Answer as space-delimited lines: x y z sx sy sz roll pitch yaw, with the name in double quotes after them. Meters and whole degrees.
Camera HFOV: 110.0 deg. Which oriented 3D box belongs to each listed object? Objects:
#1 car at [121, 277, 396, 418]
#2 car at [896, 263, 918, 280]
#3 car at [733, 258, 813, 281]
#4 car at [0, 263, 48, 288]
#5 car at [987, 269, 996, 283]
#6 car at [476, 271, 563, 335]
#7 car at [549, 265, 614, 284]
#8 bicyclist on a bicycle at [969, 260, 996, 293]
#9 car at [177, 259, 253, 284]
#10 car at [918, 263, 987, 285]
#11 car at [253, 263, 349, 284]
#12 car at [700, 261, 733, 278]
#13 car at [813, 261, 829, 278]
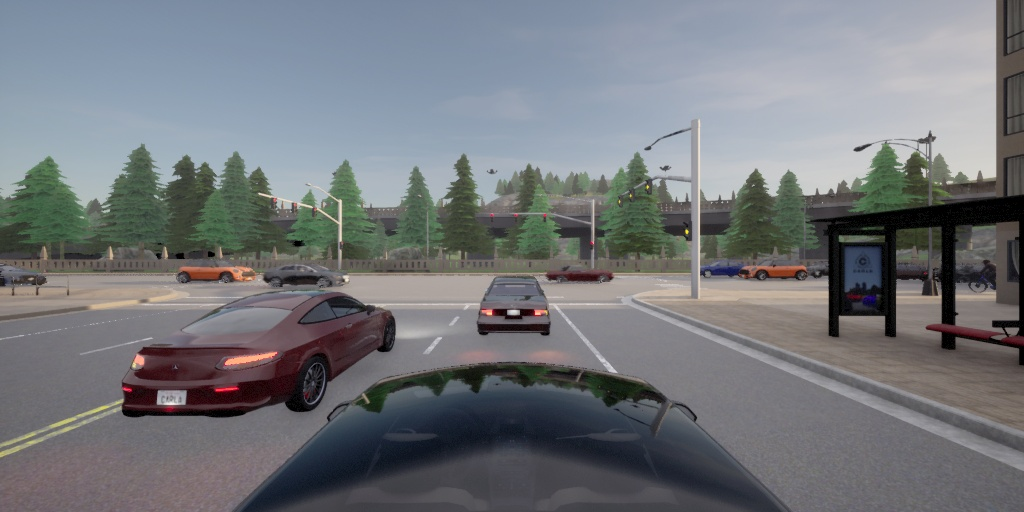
-3.447 1.276 5.949 1.812 1.442 4.674 0 0 0 "car"
30.557 1.242 28.511 5.357 1.411 2.033 0 0 6 "car"
20.954 1.046 28.951 4.553 1.767 2.097 0 0 2 "car"
-32.063 1.258 22.423 4.181 1.385 1.994 0 0 0 "car"
32.099 1.046 21.131 4.553 1.767 2.097 0 0 9 "car"
0.088 1.297 10.443 2.033 1.411 5.357 0 0 1 "car"
4.767 1.296 25.525 4.718 1.301 1.895 0 0 1 "car"
22.756 0.995 17.037 0.582 1.620 1.656 0 0 1 "bicyclist on a bicycle"
-21.149 1.046 25.827 4.553 1.767 2.097 0 0 1 "car"
31.840 1.295 24.759 4.718 1.301 1.895 0 0 8 "car"
-12.678 1.211 22.228 4.902 1.511 2.128 1 0 1 "car"
18.908 1.172 32.505 5.008 1.535 1.882 0 0 1 "car"
28.289 1.186 32.123 4.902 1.511 2.128 0 0 4 "car"
